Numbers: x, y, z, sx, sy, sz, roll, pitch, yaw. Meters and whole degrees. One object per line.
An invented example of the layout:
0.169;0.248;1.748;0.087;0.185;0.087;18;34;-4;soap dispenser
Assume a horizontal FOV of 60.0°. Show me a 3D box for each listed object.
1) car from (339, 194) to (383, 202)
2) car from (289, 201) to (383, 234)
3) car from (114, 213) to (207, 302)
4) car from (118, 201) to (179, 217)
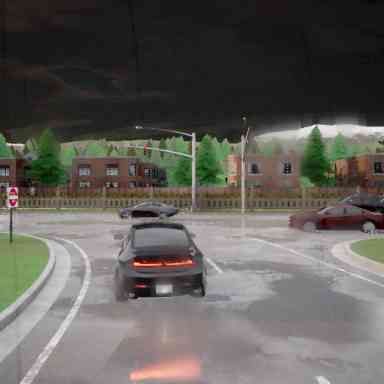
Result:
14.091;1.224;28.616;5.566;2.045;2.150;0;0;6;car
8.048;1.478;18.691;5.008;1.535;1.882;0;0;6;car
-0.885;1.505;8.386;1.837;1.490;4.892;0;0;-9;car
-3.485;1.491;26.939;4.902;1.511;2.128;0;0;6;car
